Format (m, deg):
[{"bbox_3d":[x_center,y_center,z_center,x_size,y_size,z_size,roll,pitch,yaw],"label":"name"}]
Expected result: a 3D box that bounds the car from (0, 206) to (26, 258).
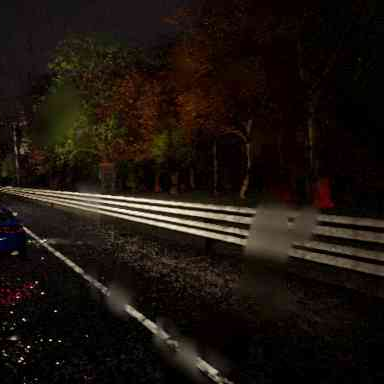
[{"bbox_3d":[-6.482,1.156,10.342,1.882,1.535,5.008,-5,4,-34],"label":"car"}]
